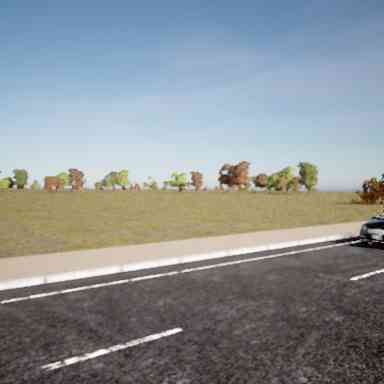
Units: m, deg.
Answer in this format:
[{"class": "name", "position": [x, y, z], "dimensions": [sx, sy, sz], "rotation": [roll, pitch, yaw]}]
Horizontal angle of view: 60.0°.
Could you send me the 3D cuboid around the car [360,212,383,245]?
[{"class": "car", "position": [9.055, 1.456, 14.147], "dimensions": [4.902, 1.511, 2.128], "rotation": [0, 0, -36]}]
